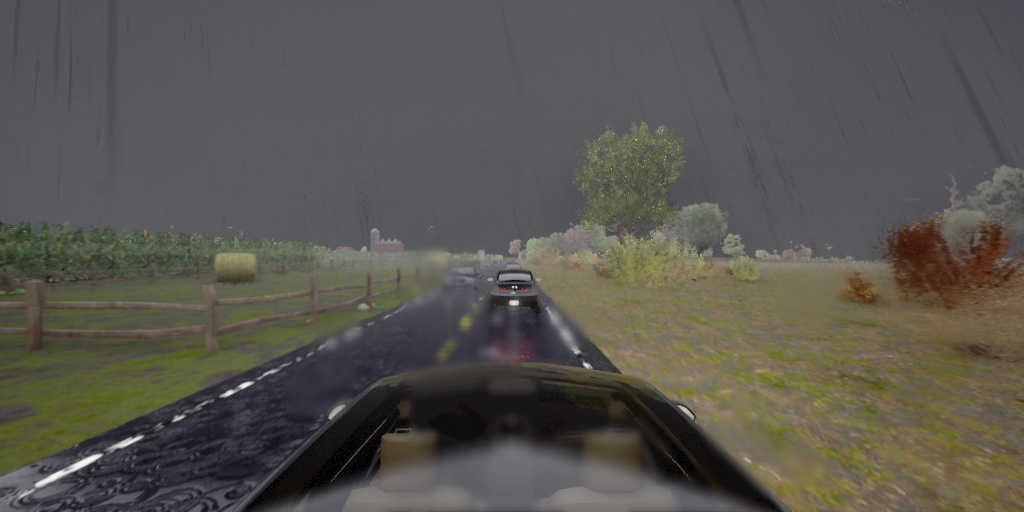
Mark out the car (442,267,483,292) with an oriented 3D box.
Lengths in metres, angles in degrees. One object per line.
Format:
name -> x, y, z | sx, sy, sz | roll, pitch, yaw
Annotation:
car -> -2.852, 1.324, 21.379 | 1.994, 1.385, 4.181 | 0, 0, 0

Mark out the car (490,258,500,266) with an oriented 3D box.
car -> -2.759, 1.088, 62.647 | 2.033, 1.411, 5.357 | 0, 0, 0

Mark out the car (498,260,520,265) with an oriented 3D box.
car -> 0.097, 1.322, 32.368 | 2.033, 1.411, 5.357 | 0, 0, 0

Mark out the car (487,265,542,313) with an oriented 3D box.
car -> 0.098, 1.259, 13.940 | 1.837, 1.490, 4.892 | 0, 0, 0
